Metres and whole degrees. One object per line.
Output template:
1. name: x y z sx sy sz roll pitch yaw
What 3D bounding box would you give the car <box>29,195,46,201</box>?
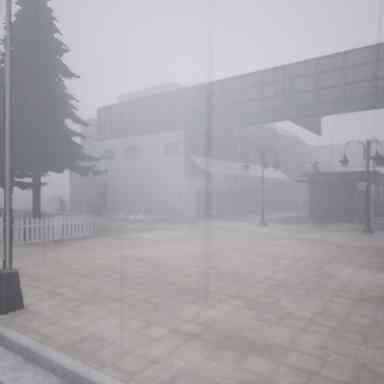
1. car: -32.807 1.217 71.002 4.514 1.523 2.007 0 0 36

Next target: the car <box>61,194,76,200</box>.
1. car: -31.775 1.271 85.613 3.806 1.475 1.970 0 0 36

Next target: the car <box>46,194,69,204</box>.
1. car: -21.604 1.038 54.947 4.605 1.855 1.932 0 0 36

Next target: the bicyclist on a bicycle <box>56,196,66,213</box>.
1. bicyclist on a bicycle: -12.446 1.251 31.626 1.656 1.620 0.582 0 0 36
